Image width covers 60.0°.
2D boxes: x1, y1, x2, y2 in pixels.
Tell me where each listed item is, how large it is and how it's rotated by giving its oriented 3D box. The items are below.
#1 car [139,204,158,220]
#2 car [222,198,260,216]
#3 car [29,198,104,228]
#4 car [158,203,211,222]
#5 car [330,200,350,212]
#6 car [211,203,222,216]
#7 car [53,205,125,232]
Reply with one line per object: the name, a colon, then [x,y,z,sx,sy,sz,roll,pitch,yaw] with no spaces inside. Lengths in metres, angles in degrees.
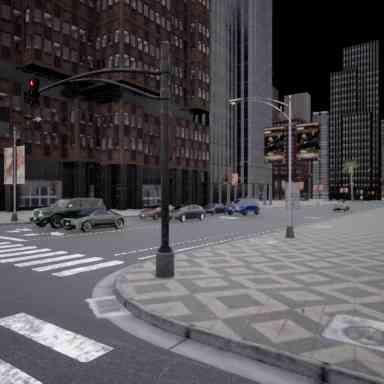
car: [-3.104,1.904,32.349,1.812,1.442,4.674,0,-1,35]
car: [6.260,1.773,39.940,2.150,2.045,5.566,0,-1,35]
car: [-8.798,1.457,24.268,2.150,2.045,5.566,0,-1,35]
car: [-0.578,1.884,30.272,1.837,1.490,4.892,0,-1,35]
car: [24.169,2.429,53.704,2.033,1.411,5.357,0,-1,34]
car: [2.773,2.074,40.648,2.033,1.411,5.357,0,-1,35]
car: [-6.475,1.795,21.921,1.994,1.385,4.181,0,-1,35]
